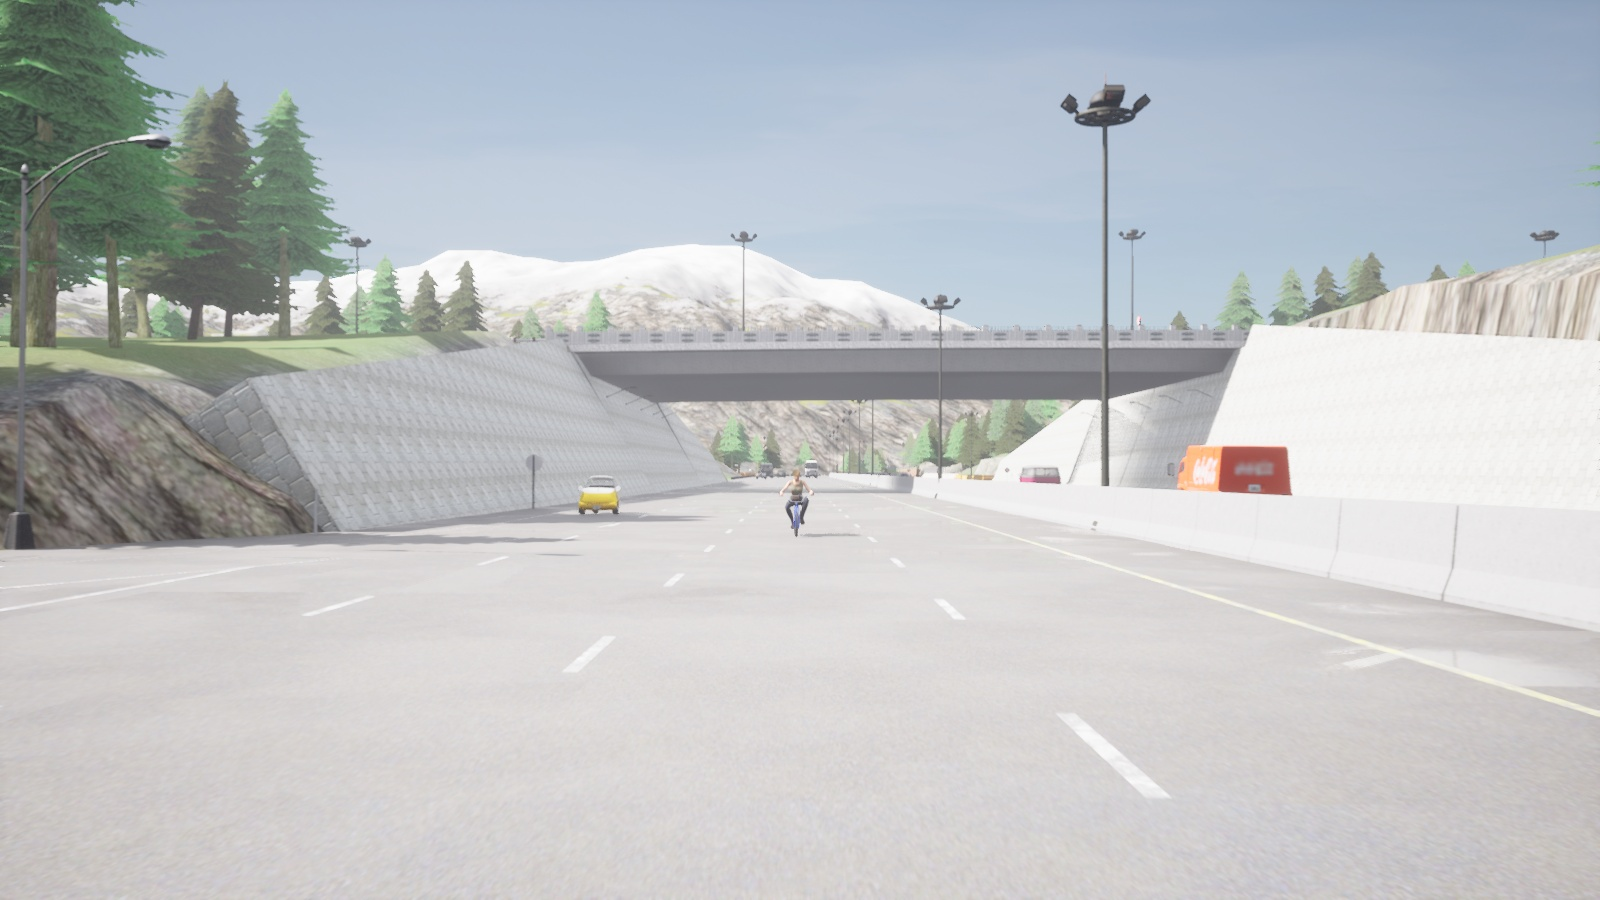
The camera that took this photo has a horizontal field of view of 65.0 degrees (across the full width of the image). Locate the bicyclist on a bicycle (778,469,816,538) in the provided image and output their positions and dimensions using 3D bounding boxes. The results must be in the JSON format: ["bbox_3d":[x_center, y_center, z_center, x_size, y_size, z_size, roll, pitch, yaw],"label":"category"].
[{"bbox_3d":[-0.074,1.276,30.307,0.866,1.612,1.509,0,0,0],"label":"bicyclist on a bicycle"}]

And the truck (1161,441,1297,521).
[{"bbox_3d":[13.899,0.985,41.090,2.627,2.467,5.204,0,-1,0],"label":"truck"}]

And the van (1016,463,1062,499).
[{"bbox_3d":[13.824,1.769,72.748,1.775,1.987,4.442,0,-1,0],"label":"van"}]

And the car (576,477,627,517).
[{"bbox_3d":[-7.109,1.676,45.073,1.481,1.376,2.207,0,-2,0],"label":"car"}]
